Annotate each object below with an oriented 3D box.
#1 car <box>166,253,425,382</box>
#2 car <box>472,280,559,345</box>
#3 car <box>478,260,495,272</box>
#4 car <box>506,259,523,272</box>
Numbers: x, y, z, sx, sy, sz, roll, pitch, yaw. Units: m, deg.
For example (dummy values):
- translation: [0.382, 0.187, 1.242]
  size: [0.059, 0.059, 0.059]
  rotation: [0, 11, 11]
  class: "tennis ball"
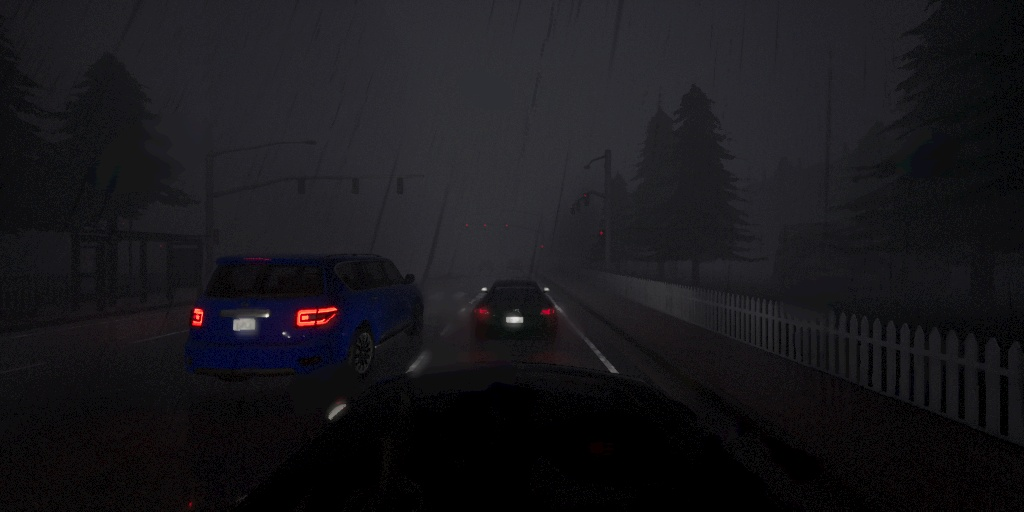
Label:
- translation: [-3.404, 0.972, 7.276]
  size: [2.150, 2.045, 5.566]
  rotation: [0, 0, 0]
  class: "car"
- translation: [0.089, 1.314, 9.556]
  size: [1.994, 1.385, 4.181]
  rotation: [0, 0, 1]
  class: "car"
- translation: [-3.222, 1.242, 45.571]
  size: [2.128, 1.511, 4.902]
  rotation: [0, 0, 1]
  class: "car"
- translation: [0.281, 1.102, 45.664]
  size: [2.097, 1.767, 4.553]
  rotation: [0, 0, 0]
  class: "car"
